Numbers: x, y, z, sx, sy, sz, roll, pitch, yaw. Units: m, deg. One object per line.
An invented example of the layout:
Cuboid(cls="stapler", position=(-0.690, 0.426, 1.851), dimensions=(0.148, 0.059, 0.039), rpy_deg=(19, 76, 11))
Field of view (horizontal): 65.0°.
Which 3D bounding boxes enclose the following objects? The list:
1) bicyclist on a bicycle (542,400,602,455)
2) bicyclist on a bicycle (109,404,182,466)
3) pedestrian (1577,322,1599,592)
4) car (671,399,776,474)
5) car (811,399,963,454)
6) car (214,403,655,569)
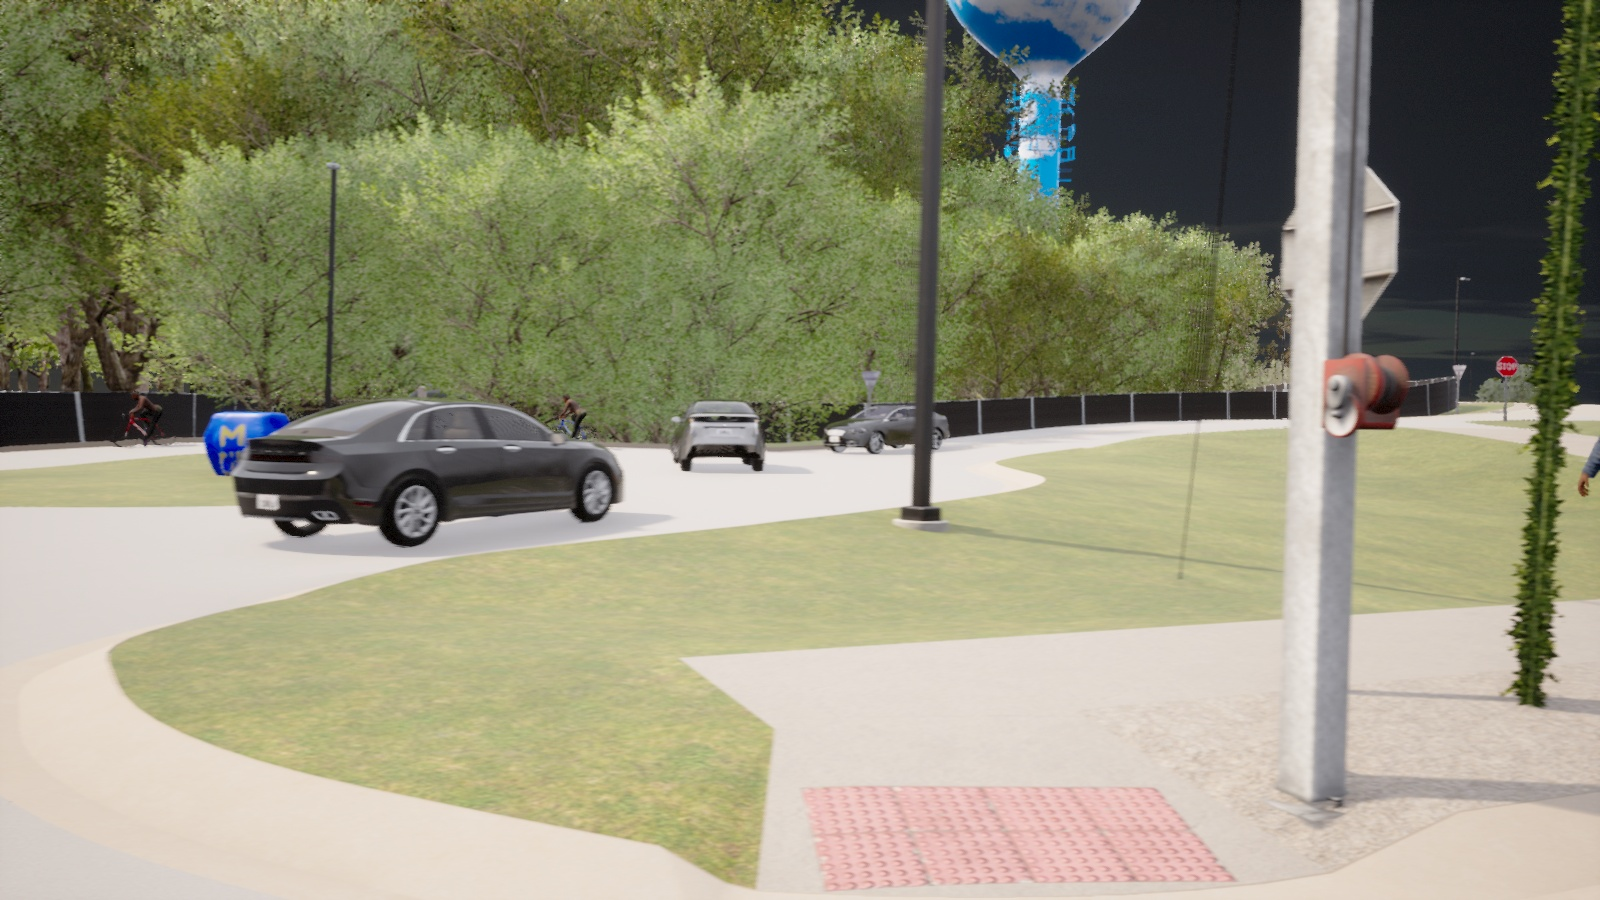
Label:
Cuboid(cls="bicyclist on a bicycle", position=(-6.748, -0.669, 37.118), dimensions=(1.656, 1.620, 0.582), rpy_deg=(0, 2, 22))
Cuboid(cls="bicyclist on a bicycle", position=(-18.556, -0.449, 35.624), dimensions=(1.656, 1.620, 0.582), rpy_deg=(-6, 5, -32))
Cuboid(cls="pedestrian", position=(6.142, 0.052, 9.182), dimensions=(0.788, 1.949, 0.423), rpy_deg=(0, 1, -28))
Cuboid(cls="car", position=(-1.800, -0.357, 28.154), dimensions=(2.007, 1.525, 4.514), rpy_deg=(-1, 2, -8))
Cuboid(cls="car", position=(2.880, -0.793, 40.731), dimensions=(4.902, 1.511, 2.128), rpy_deg=(-5, 4, -44))
Cuboid(cls="car", position=(-3.876, 0.260, 14.329), dimensions=(1.837, 1.490, 4.892), rpy_deg=(0, 3, 30))
